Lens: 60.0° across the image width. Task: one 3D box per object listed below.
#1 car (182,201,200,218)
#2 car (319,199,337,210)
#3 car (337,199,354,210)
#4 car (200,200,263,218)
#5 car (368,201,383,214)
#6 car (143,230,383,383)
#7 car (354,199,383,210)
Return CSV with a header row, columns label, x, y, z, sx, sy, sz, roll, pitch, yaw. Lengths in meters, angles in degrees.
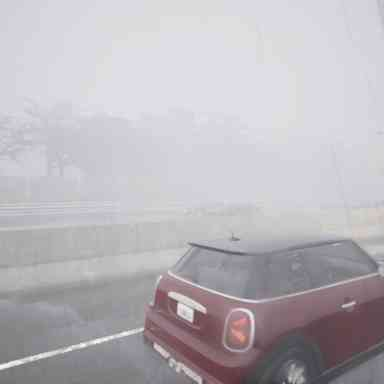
label,x,y,z,sx,sy,sz,roll,pitch,yaw
car,1.286,1.487,29.731,4.902,1.511,2.128,0,0,-38
car,18.105,1.582,42.436,4.181,1.385,1.994,0,0,-35
car,20.046,1.566,39.552,5.357,1.411,2.033,0,0,-35
car,3.611,1.543,27.885,5.357,1.411,2.033,0,0,-35
car,21.280,1.617,36.147,4.718,1.301,1.895,0,0,-35
car,1.655,1.350,4.920,4.553,1.767,2.097,0,0,-35
car,16.435,1.495,28.472,4.902,1.511,2.128,0,0,-35
